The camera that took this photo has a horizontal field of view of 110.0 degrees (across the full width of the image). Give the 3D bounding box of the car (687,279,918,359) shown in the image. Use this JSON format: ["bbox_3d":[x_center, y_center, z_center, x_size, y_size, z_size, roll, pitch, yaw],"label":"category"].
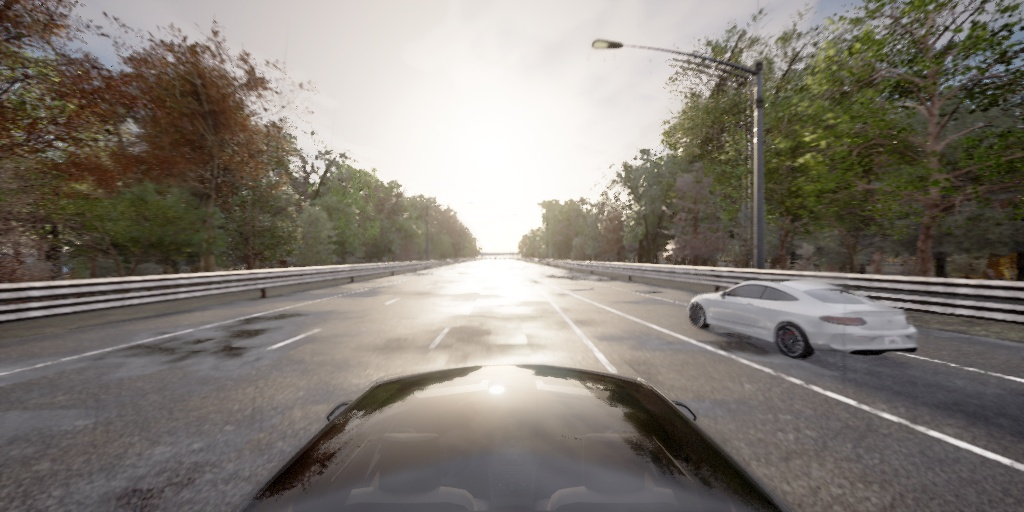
[{"bbox_3d":[6.062,1.243,8.243,1.812,1.442,4.674,0,0,-7],"label":"car"}]
